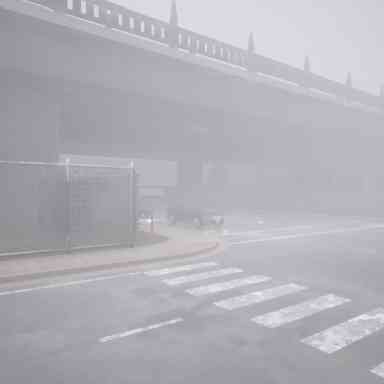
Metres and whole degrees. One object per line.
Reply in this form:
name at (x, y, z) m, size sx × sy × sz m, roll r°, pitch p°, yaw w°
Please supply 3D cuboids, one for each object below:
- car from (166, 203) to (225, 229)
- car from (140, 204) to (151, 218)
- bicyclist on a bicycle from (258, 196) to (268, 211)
car at (0.123, 1.491, 22.089) m, size 2.128 × 1.511 × 4.902 m, roll 0°, pitch 0°, yaw -36°
car at (-5.597, 1.547, 29.986) m, size 2.033 × 1.411 × 5.357 m, roll 0°, pitch 0°, yaw -36°
bicyclist on a bicycle at (7.735, 1.300, 36.270) m, size 1.656 × 1.620 × 0.582 m, roll 0°, pitch 0°, yaw -36°
